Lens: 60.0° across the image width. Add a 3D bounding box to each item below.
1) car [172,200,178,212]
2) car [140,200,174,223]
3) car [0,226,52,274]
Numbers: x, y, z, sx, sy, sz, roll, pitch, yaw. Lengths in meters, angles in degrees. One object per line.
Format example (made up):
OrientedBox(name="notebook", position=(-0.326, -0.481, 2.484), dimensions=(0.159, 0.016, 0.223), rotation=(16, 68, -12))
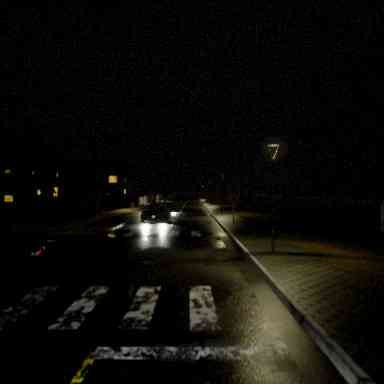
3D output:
OrientedBox(name="car", position=(-2.712, 1.580, 38.965), dimensions=(1.994, 1.385, 4.181), rotation=(0, 0, 0))
OrientedBox(name="car", position=(-2.722, 1.575, 25.506), dimensions=(1.994, 1.385, 4.181), rotation=(0, 0, 0))
OrientedBox(name="car", position=(-6.510, 1.378, 8.530), dimensions=(5.357, 1.411, 2.033), rotation=(5, 0, -16))
